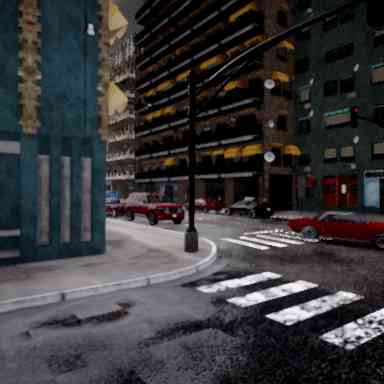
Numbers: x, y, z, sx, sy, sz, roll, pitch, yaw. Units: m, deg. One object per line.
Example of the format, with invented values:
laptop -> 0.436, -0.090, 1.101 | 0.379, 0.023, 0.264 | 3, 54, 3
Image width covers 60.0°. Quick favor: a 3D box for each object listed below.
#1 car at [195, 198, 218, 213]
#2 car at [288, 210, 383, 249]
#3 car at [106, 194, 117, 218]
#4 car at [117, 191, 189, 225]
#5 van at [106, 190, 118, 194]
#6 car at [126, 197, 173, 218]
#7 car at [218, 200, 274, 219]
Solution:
car -> 1.085, 1.201, 30.260 | 1.802, 1.307, 4.206 | 1, 0, -36
car -> 6.732, 1.500, 14.309 | 4.718, 1.301, 1.895 | 2, 2, 40
car -> -5.724, 1.135, 25.376 | 1.887, 1.381, 4.507 | 1, 0, -36
car -> -2.451, 0.986, 20.865 | 2.192, 1.841, 5.009 | 1, 0, -36
van -> -11.982, 0.639, 48.306 | 1.690, 1.788, 3.998 | 1, 0, -36
car -> -3.468, 1.166, 26.658 | 1.994, 1.385, 4.181 | 0, 1, -36
car -> 4.353, 1.265, 25.749 | 1.947, 1.339, 4.313 | 1, 0, -36
